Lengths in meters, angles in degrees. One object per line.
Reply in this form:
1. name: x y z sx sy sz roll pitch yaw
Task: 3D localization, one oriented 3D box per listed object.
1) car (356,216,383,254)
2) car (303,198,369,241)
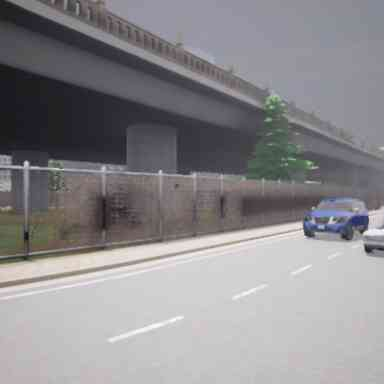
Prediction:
1. car: 8.353 1.704 13.268 1.895 1.301 4.718 -1 -1 41
2. car: 8.064 1.377 18.255 2.150 2.045 5.566 -1 -1 41
